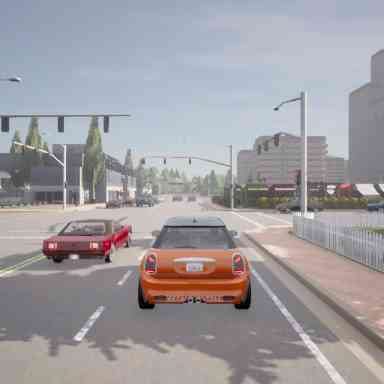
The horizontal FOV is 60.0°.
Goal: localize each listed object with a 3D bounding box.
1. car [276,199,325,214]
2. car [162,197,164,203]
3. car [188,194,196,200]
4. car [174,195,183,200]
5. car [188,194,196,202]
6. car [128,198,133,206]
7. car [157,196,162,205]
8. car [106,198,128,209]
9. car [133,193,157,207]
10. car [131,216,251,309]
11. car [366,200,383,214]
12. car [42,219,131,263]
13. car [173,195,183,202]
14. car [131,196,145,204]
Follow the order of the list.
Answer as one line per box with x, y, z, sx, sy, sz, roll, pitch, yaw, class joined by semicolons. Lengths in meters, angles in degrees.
11.259;1.492;34.676;4.902;1.511;2.128;0;0;-1;car
-7.025;1.524;70.808;1.812;1.442;4.674;0;0;0;car
-0.031;1.398;87.628;2.128;1.511;4.902;0;0;0;car
-3.531;1.425;87.625;1.994;1.385;4.181;0;0;0;car
-0.028;1.531;77.353;2.033;1.411;5.357;0;0;0;car
-10.605;1.601;55.013;1.895;1.301;4.718;0;0;0;car
-7.093;1.564;60.483;1.994;1.385;4.181;0;0;0;car
-10.614;1.564;46.251;1.994;1.385;4.181;0;0;0;car
-7.114;1.221;51.077;2.150;2.045;5.566;0;0;1;car
0.061;1.352;8.017;2.097;1.767;4.553;0;0;0;car
20.903;1.478;34.917;5.008;1.535;1.882;0;0;-2;car
-3.420;1.601;11.912;1.895;1.301;4.718;0;0;0;car
-3.528;1.513;77.670;1.812;1.442;4.674;0;0;0;car
-10.569;1.564;64.961;1.994;1.385;4.181;0;0;0;car
